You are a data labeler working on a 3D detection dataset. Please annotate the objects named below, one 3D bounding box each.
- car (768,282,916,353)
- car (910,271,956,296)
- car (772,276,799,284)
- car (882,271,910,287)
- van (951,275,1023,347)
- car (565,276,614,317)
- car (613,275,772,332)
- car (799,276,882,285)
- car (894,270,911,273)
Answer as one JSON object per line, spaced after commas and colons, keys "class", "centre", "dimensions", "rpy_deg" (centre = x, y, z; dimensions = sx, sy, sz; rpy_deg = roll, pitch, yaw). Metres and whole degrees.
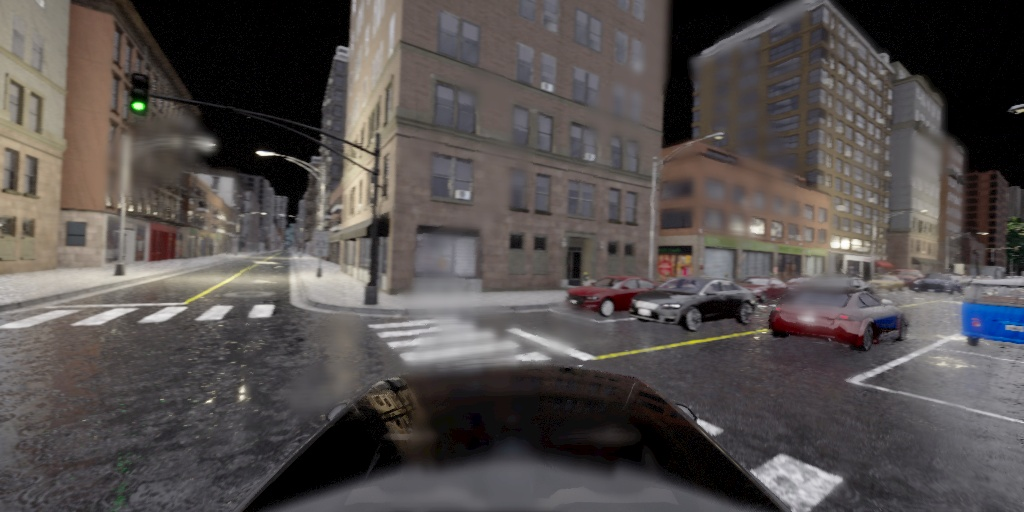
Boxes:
{"class": "car", "centre": [8.952, 1.584, 9.821], "dimensions": [4.181, 1.385, 1.994], "rpy_deg": [2, 0, -31]}
{"class": "car", "centre": [34.518, 2.226, 28.947], "dimensions": [4.553, 1.767, 2.097], "rpy_deg": [2, 0, -31]}
{"class": "car", "centre": [13.438, 1.766, 19.431], "dimensions": [4.207, 1.307, 1.802], "rpy_deg": [0, 0, -31]}
{"class": "car", "centre": [32.040, 2.332, 30.786], "dimensions": [4.829, 1.417, 1.751], "rpy_deg": [0, 0, -31]}
{"class": "van", "centre": [13.215, 1.494, 9.299], "dimensions": [3.998, 1.789, 1.690], "rpy_deg": [0, 0, -31]}
{"class": "car", "centre": [4.064, 1.421, 13.710], "dimensions": [4.507, 1.381, 1.888], "rpy_deg": [0, 0, -31]}
{"class": "car", "centre": [5.913, 1.420, 11.597], "dimensions": [4.902, 1.511, 2.128], "rpy_deg": [2, 0, -31]}
{"class": "car", "centre": [16.145, 1.744, 17.841], "dimensions": [5.008, 1.535, 1.882], "rpy_deg": [1, 0, -32]}
{"class": "car", "centre": [36.871, 2.278, 33.735], "dimensions": [5.009, 1.841, 2.192], "rpy_deg": [0, 0, -31]}
